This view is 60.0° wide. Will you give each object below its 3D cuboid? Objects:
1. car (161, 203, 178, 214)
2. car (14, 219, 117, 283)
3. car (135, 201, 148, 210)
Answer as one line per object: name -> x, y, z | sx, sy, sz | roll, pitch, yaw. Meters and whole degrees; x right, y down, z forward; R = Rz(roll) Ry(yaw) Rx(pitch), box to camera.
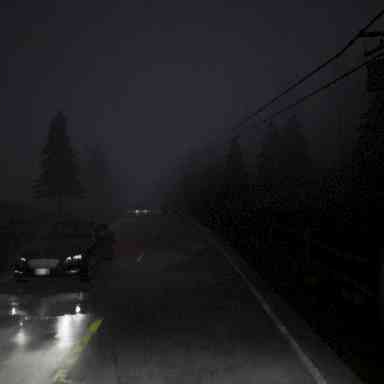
car -> -2.889, 2.065, 41.672 | 1.895, 1.301, 4.718 | 0, -1, -8
car -> -3.562, 1.609, 10.160 | 2.128, 1.511, 4.902 | 0, -1, -2
car -> -7.971, 2.137, 52.564 | 2.033, 1.411, 5.357 | 0, -1, -9
